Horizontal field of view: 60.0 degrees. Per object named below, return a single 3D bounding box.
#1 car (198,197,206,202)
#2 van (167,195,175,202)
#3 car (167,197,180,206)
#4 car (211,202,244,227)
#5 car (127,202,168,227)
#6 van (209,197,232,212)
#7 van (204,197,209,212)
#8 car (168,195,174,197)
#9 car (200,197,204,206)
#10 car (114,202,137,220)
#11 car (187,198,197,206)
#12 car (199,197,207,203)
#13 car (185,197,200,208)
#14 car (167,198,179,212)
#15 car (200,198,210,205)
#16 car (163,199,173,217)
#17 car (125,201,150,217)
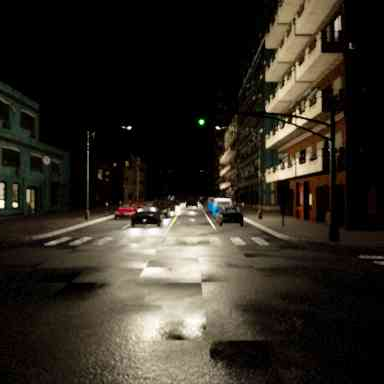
[{"bbox_3d":[2.654,1.986,91.023,2.008,1.369,4.403,1,0,0],"label":"car"},{"bbox_3d":[-5.722,1.776,90.978,1.690,1.788,3.998,1,0,0],"label":"van"},{"bbox_3d":[-3.041,1.894,56.917,1.895,1.301,4.718,0,0,0],"label":"car"},{"bbox_3d":[2.689,1.682,24.055,2.008,1.369,4.403,1,0,0],"label":"car"},{"bbox_3d":[-3.102,1.694,23.823,1.994,1.385,4.181,0,0,0],"label":"car"},{"bbox_3d":[2.689,1.501,29.635,1.690,1.788,3.998,1,0,0],"label":"van"},{"bbox_3d":[2.683,1.558,40.798,1.690,1.788,3.998,1,0,0],"label":"van"},{"bbox_3d":[-5.723,1.978,85.396,1.947,1.339,4.313,1,0,0],"label":"car"},{"bbox_3d":[2.674,1.796,52.127,1.752,1.417,4.829,1,0,0],"label":"car"},{"bbox_3d":[-5.695,1.741,29.594,1.802,1.307,4.206,1,0,0],"label":"car"},{"bbox_3d":[-0.035,1.850,63.960,1.812,1.442,4.674,0,0,0],"label":"car"},{"bbox_3d":[2.660,1.935,79.862,1.887,1.381,4.507,1,0,0],"label":"car"},{"bbox_3d":[-0.029,1.755,53.538,1.882,1.535,5.008,0,0,0],"label":"car"},{"bbox_3d":[-3.113,1.787,42.208,1.994,1.385,4.181,0,0,0],"label":"car"},{"bbox_3d":[2.666,1.910,68.700,1.947,1.339,4.313,1,0,0],"label":"car"},{"bbox_3d":[-3.110,1.699,32.296,1.812,1.442,4.674,0,0,0],"label":"car"},{"bbox_3d":[-5.697,1.733,35.175,1.887,1.381,4.507,1,0,0],"label":"car"}]
